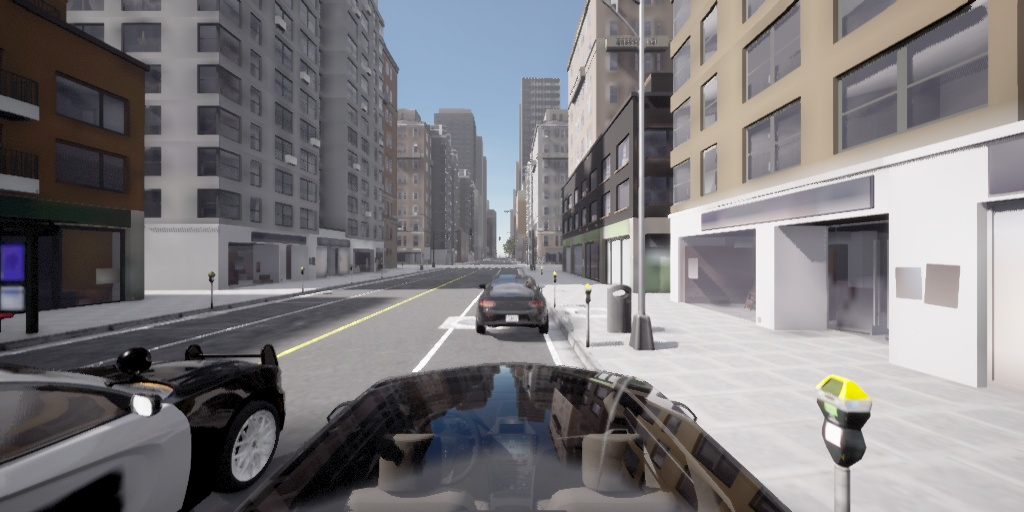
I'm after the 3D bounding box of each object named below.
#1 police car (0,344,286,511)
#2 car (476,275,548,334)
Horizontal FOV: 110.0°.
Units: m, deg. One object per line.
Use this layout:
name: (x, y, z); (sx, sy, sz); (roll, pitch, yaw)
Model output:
police car: (-3.145, 1.169, 1.610); (1.930, 1.638, 5.238); (0, 0, 0)
car: (0.003, 1.266, 10.500); (1.812, 1.442, 4.674); (0, 0, 0)
